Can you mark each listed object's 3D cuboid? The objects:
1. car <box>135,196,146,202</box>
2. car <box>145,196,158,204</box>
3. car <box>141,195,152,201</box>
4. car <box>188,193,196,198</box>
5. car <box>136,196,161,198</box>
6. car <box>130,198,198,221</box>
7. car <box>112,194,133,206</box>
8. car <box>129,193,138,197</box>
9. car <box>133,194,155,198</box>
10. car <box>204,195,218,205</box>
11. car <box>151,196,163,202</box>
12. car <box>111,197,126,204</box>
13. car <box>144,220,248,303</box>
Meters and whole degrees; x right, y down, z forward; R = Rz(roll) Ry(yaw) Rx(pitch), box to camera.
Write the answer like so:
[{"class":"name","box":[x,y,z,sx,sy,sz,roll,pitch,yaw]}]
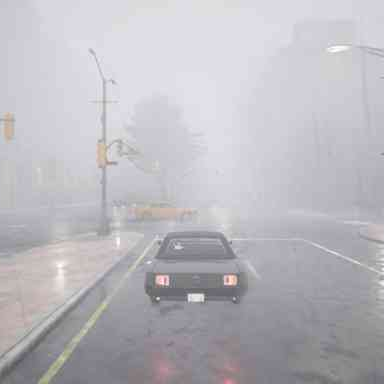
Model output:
[{"class":"car","box":[-11.484,1.553,74.412,1.994,1.385,4.181,0,0,0]},{"class":"car","box":[-8.016,1.564,65.750,1.994,1.385,4.181,0,0,1]},{"class":"car","box":[-11.482,1.525,84.646,2.128,1.511,4.902,0,0,0]},{"class":"car","box":[0.018,1.218,86.464,2.150,2.045,5.566,0,0,0]},{"class":"car","box":[-3.482,1.547,37.458,2.033,1.411,5.357,0,0,43]},{"class":"car","box":[-2.018,1.478,26.357,5.008,1.535,1.882,0,0,0]},{"class":"car","box":[-11.576,1.526,55.116,1.812,1.442,4.674,0,0,0]},{"class":"car","box":[-11.524,1.221,64.528,2.150,2.045,5.566,0,0,1]},{"class":"car","box":[-8.076,1.547,56.514,2.033,1.411,5.357,0,0,0]},{"class":"car","box":[3.622,1.601,59.298,1.895,1.301,4.718,0,0,0]},{"class":"car","box":[-7.984,1.540,76.371,2.033,1.411,5.357,0,0,0]},{"class":"car","box":[-14.735,1.595,66.823,1.895,1.301,4.718,0,0,0]},{"class":"car","box":[0.076,1.601,8.166,1.895,1.301,4.718,0,0,0]}]
